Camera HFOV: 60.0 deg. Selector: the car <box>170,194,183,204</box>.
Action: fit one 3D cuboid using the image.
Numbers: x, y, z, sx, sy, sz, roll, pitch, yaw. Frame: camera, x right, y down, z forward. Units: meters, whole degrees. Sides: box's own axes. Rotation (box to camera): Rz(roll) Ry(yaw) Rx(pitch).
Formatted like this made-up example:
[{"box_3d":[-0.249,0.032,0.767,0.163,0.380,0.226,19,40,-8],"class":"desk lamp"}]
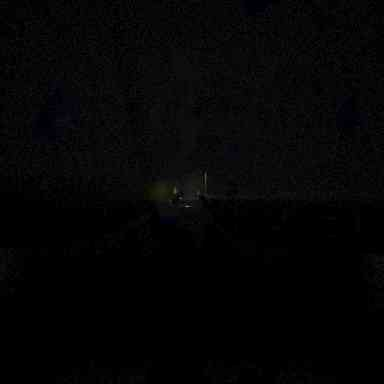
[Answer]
[{"box_3d":[-2.747,1.145,58.373,2.097,1.767,4.553,0,0,0],"class":"car"}]
